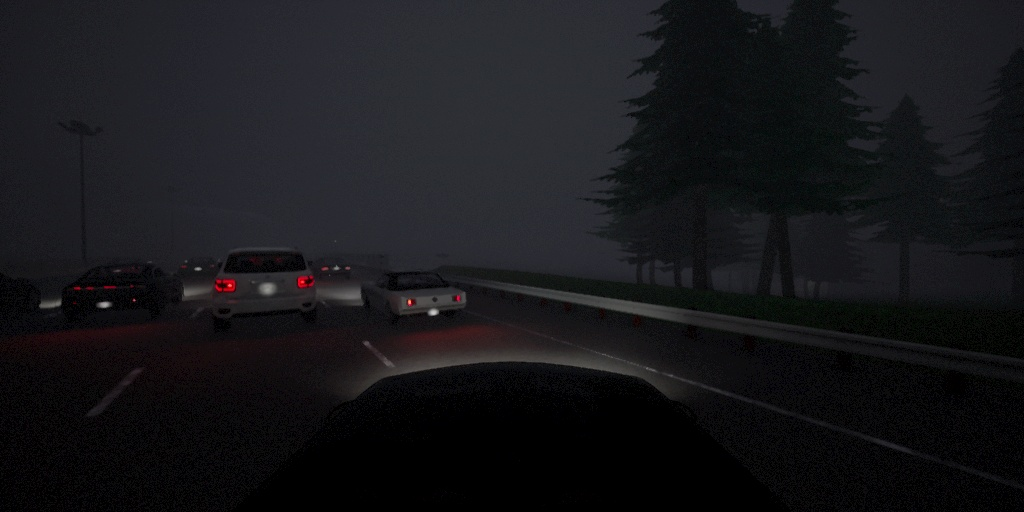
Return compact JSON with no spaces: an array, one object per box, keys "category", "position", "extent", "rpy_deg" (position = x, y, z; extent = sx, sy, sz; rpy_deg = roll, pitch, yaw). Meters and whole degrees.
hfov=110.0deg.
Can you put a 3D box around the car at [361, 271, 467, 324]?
[{"category":"car","position":[-3.249,1.113,11.019],"extent":[1.895,1.301,4.718],"rpy_deg":[-1,2,-34]}]

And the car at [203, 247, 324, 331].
[{"category":"car","position":[-7.144,0.748,10.506],"extent":[2.150,2.045,5.566],"rpy_deg":[-1,2,-34]}]

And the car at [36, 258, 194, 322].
[{"category":"car","position":[-11.904,0.997,11.262],"extent":[2.128,1.511,4.902],"rpy_deg":[-1,2,-34]}]

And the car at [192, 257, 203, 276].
[{"category":"car","position":[-20.763,0.741,24.074],"extent":[1.994,1.385,4.181],"rpy_deg":[-1,2,-34]}]

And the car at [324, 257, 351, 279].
[{"category":"car","position":[-11.939,0.737,23.585],"extent":[2.033,1.411,5.357],"rpy_deg":[-1,2,-34]}]

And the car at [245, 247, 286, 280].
[{"category":"car","position":[-17.165,0.373,25.016],"extent":[2.150,2.045,5.566],"rpy_deg":[-1,2,-34]}]

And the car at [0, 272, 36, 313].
[{"category":"car","position":[-14.970,1.054,9.545],"extent":[1.837,1.490,4.892],"rpy_deg":[-1,2,-34]}]
